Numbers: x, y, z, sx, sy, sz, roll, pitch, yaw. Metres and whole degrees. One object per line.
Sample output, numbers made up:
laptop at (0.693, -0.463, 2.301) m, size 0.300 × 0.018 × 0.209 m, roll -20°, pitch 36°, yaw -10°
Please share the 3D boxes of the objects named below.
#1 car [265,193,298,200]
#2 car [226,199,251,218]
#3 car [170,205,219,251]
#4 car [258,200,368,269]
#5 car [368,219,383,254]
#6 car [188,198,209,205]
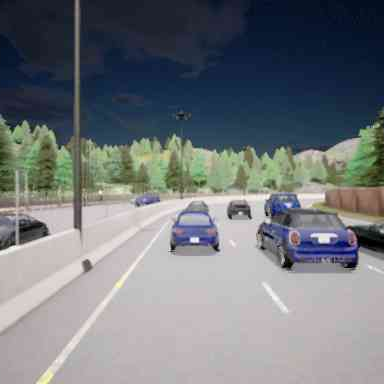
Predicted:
car at (7.413, 1.128, 27.615) m, size 2.150 × 2.045 × 5.566 m, roll 0°, pitch 0°, yaw 4°
car at (4.007, 1.408, 28.567) m, size 1.837 × 1.490 × 4.892 m, roll 0°, pitch 0°, yaw 4°
car at (0.086, 1.479, 13.722) m, size 1.812 × 1.442 × 4.674 m, roll 0°, pitch 0°, yaw 0°
car at (3.599, 1.314, 11.181) m, size 2.097 × 1.767 × 4.553 m, roll 0°, pitch 0°, yaw 0°
car at (7.101, 1.562, 11.381) m, size 1.895 × 1.301 × 4.718 m, roll 0°, pitch 0°, yaw 0°
car at (0.560, 1.465, 29.119) m, size 1.994 × 1.385 × 4.181 m, roll 0°, pitch 0°, yaw 5°
